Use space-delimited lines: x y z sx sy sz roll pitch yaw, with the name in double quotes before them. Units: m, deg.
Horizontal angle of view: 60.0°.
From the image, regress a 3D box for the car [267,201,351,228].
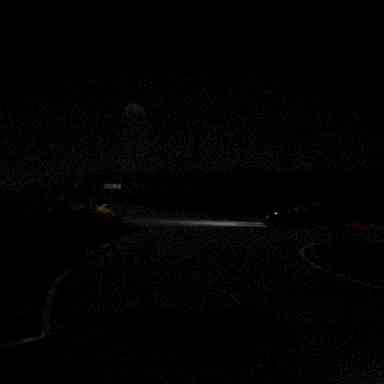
"car" 7.125 1.327 20.426 4.902 1.511 2.128 1 1 3
